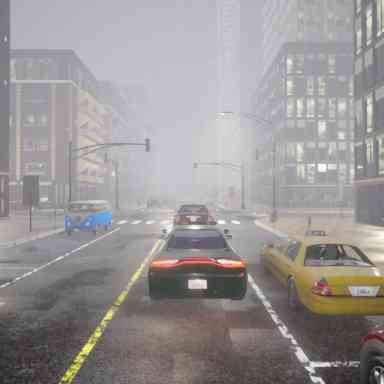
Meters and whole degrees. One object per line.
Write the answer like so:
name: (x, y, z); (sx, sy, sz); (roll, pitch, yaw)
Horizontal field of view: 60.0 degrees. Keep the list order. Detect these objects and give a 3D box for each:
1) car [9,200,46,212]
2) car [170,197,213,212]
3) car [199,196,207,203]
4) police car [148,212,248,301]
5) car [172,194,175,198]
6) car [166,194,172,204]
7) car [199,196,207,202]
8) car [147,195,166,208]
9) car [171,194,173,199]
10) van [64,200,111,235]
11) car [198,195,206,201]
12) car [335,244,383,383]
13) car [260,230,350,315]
car: (-19.061, 1.538, 37.834); (4.507, 1.381, 1.887); (0, -1, 0)
car: (0.082, 1.369, 18.592); (2.097, 1.767, 4.553); (0, 0, 0)
car: (2.680, 1.732, 79.318); (1.752, 1.417, 4.829); (0, 0, 0)
police car: (0.100, 1.509, 8.482); (2.038, 1.542, 4.974); (0, 0, 0)
car: (-5.700, 1.646, 79.147); (1.967, 1.590, 4.097); (0, 0, 0)
car: (-5.698, 1.719, 67.821); (1.947, 1.339, 4.313); (0, 0, 0)
car: (2.678, 1.801, 84.812); (1.947, 1.339, 4.313); (0, 0, 0)
car: (-5.692, 1.407, 50.834); (2.192, 1.841, 5.009); (0, 0, 0)
car: (-5.699, 1.760, 73.484); (1.802, 1.307, 4.206); (0, 0, 0)
van: (-5.663, 1.358, 18.429); (1.690, 1.788, 3.998); (1, 0, 0)
car: (2.678, 1.704, 90.475); (1.967, 1.590, 4.097); (0, 0, 0)
car: (2.706, 1.441, 1.860); (1.967, 1.590, 4.097); (1, 0, 0)
car: (2.706, 1.529, 7.554); (1.752, 1.417, 4.829); (1, 0, 0)
